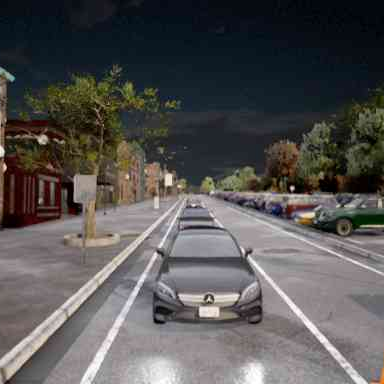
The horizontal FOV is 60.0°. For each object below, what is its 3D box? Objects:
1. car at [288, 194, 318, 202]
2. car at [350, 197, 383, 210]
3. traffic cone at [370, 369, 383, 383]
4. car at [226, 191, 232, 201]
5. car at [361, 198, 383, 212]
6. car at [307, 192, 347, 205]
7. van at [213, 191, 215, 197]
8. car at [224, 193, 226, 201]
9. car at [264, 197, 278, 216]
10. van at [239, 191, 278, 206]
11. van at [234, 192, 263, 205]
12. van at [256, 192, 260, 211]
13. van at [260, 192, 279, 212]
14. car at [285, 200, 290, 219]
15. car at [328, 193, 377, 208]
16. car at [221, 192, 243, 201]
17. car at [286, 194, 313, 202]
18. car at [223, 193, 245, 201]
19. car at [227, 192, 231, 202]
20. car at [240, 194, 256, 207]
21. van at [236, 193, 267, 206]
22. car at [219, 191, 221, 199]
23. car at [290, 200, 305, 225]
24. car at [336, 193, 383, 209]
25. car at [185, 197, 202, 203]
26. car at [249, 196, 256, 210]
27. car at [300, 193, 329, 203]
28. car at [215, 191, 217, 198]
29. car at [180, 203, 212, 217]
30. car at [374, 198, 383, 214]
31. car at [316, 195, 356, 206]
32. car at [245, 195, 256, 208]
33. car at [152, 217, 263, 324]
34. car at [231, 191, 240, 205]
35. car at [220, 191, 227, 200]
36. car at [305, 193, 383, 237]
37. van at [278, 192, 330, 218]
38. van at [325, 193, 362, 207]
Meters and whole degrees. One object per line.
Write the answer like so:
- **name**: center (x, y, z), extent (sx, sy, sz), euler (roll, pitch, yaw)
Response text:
- **car**: center (21.847, 1.183, 65.635), extent (5.366, 1.575, 1.946), euler (0, 1, 0)
- **car**: center (22.232, 1.436, 40.656), extent (4.792, 1.488, 2.163), euler (0, 0, 0)
- **traffic cone**: center (2.243, 1.956, 3.718), extent (0.340, 0.580, 0.340), euler (0, 0, 0)
- **car**: center (9.025, 1.116, 59.541), extent (4.553, 1.767, 2.185), euler (0, 1, 0)
- **car**: center (22.193, 1.454, 37.872), extent (4.792, 1.488, 2.163), euler (0, 0, 0)
- **car**: center (22.137, 1.038, 54.532), extent (5.566, 2.045, 2.435), euler (0, 1, 0)
- **van**: center (8.665, 0.729, 90.373), extent (4.442, 1.987, 1.878), euler (0, 1, 0)
- **car**: center (8.972, 1.255, 62.345), extent (4.674, 1.452, 2.002), euler (0, 1, 0)
- **car**: center (9.200, 1.449, 28.698), extent (5.008, 1.535, 2.097), euler (0, 0, 0)
- **van**: center (9.207, 1.145, 45.527), extent (4.442, 1.987, 1.878), euler (0, 0, 0)
- **van**: center (9.149, 1.068, 53.934), extent (4.442, 1.987, 1.878), euler (0, 1, 0)
- **van**: center (9.284, 1.209, 34.306), extent (4.442, 1.987, 1.878), euler (0, 0, 0)
- **van**: center (9.070, 1.218, 31.503), extent (4.442, 1.987, 1.878), euler (0, 0, 0)
- **car**: center (9.247, 1.497, 23.091), extent (4.674, 1.452, 2.002), euler (0, 0, 0)
- **car**: center (22.194, 1.115, 46.205), extent (5.566, 2.045, 2.435), euler (0, 1, 0)
- **car**: center (8.866, 0.985, 73.556), extent (4.553, 1.767, 2.185), euler (0, 1, 0)
- **car**: center (22.019, 1.161, 68.412), extent (4.892, 1.521, 2.231), euler (0, 1, 0)
- **car**: center (8.885, 1.011, 70.753), extent (4.553, 1.767, 2.185), euler (0, 1, 0)
- **car**: center (9.007, 1.268, 56.739), extent (4.892, 1.521, 2.231), euler (0, 1, 0)
- **car**: center (9.116, 1.392, 42.720), extent (4.892, 1.521, 2.231), euler (0, 0, 0)
- **van**: center (9.168, 1.094, 51.131), extent (4.442, 1.987, 1.878), euler (0, 1, 0)
- **car**: center (8.908, 0.912, 67.949), extent (5.566, 2.045, 2.435), euler (0, 1, 0)
- **car**: center (9.078, 1.458, 20.287), extent (5.366, 1.575, 1.946), euler (0, 0, 0)
- **car**: center (22.156, 1.136, 43.428), extent (5.566, 2.045, 2.435), euler (0, 0, 0)
- **car**: center (0.173, 1.385, 39.912), extent (2.128, 1.511, 4.902), euler (0, 0, 0)
- **car**: center (9.177, 1.455, 37.110), extent (4.792, 1.488, 2.163), euler (0, 0, 0)
- **car**: center (22.101, 1.112, 60.085), extent (4.553, 1.767, 2.185), euler (0, 1, 0)
- **car**: center (8.834, 1.032, 81.966), extent (5.008, 1.535, 2.097), euler (0, 1, 0)
- **car**: center (0.196, 1.525, 17.860), extent (2.033, 1.411, 5.357), euler (0, 0, 0)
- **car**: center (22.426, 1.430, 35.102), extent (5.366, 1.575, 1.946), euler (0, 0, 0)
- **car**: center (22.313, 1.312, 51.759), extent (5.366, 1.575, 1.946), euler (0, 1, 0)
- **car**: center (9.126, 1.450, 39.917), extent (4.674, 1.452, 2.002), euler (0, 0, 0)
- **car**: center (0.253, 1.521, 7.281), extent (1.812, 1.442, 4.674), euler (0, 0, 0)
- **car**: center (9.043, 1.094, 48.326), extent (5.566, 2.045, 2.435), euler (0, 1, 0)
- **car**: center (8.927, 0.938, 65.145), extent (5.566, 2.045, 2.435), euler (0, 1, 0)
- **car**: center (9.254, 1.214, 17.484), extent (5.566, 2.045, 2.435), euler (0, 0, 0)
- **van**: center (9.342, 1.227, 25.895), extent (4.442, 1.987, 1.878), euler (0, 0, 0)
- **van**: center (22.263, 1.115, 48.982), extent (4.442, 1.987, 1.878), euler (0, 1, 0)
